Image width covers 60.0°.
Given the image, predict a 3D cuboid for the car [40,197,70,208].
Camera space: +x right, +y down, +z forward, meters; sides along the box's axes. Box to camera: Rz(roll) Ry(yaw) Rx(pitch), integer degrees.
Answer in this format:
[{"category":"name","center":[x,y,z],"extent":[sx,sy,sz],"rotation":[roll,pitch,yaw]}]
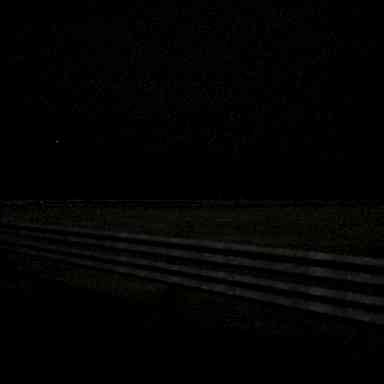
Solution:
[{"category":"car","center":[-22.663,1.658,55.100],"extent":[4.553,1.767,2.097],"rotation":[0,0,6]}]
